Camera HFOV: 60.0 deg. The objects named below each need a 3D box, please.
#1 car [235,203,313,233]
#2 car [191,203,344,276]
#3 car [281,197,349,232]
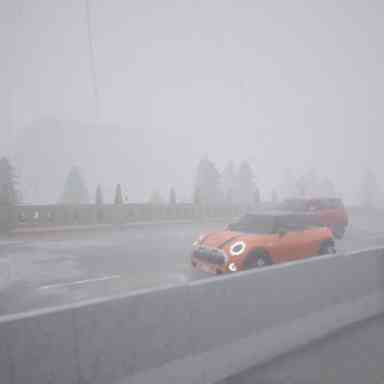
[{"bbox_3d":[5.128,1.522,20.556,5.008,1.535,1.882,0,0,-36],"label":"car"},{"bbox_3d":[2.183,1.373,9.852,4.553,1.767,2.097,0,0,-36],"label":"car"},{"bbox_3d":[5.529,1.261,16.543,5.566,2.045,2.150,0,0,-36],"label":"car"}]
